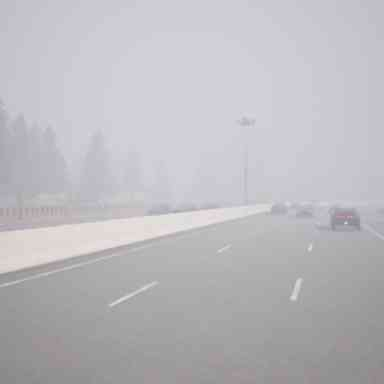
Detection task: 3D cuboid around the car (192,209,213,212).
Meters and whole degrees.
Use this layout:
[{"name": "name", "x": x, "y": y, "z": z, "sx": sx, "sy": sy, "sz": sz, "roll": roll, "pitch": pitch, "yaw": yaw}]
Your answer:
[{"name": "car", "x": 2.097, "y": 2.139, "z": 39.498, "sx": 2.128, "sy": 1.511, "sz": 4.902, "roll": 0, "pitch": -1, "yaw": 23}]

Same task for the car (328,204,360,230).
[{"name": "car", "x": 11.299, "y": 1.895, "z": 24.654, "sx": 1.837, "sy": 1.490, "sz": 4.892, "roll": 0, "pitch": -2, "yaw": 22}]

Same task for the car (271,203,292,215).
[{"name": "car", "x": 11.796, "y": 2.193, "z": 44.421, "sx": 1.882, "sy": 1.535, "sz": 5.008, "roll": 0, "pitch": -1, "yaw": 22}]

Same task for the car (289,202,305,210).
[{"name": "car", "x": 19.220, "y": 2.498, "z": 60.612, "sx": 1.812, "sy": 1.442, "sz": 4.674, "roll": -1, "pitch": -2, "yaw": 29}]

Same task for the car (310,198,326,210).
[{"name": "car", "x": 22.380, "y": 2.159, "z": 59.239, "sx": 2.150, "sy": 2.045, "sz": 5.566, "roll": -1, "pitch": -2, "yaw": 29}]

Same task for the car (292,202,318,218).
[{"name": "car", "x": 13.009, "y": 2.158, "z": 38.120, "sx": 2.033, "sy": 1.411, "sz": 5.357, "roll": 0, "pitch": -1, "yaw": 22}]

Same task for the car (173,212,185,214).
[{"name": "car", "x": -0.580, "y": 2.240, "z": 42.160, "sx": 2.033, "sy": 1.411, "sz": 5.357, "roll": 0, "pitch": -1, "yaw": 22}]
